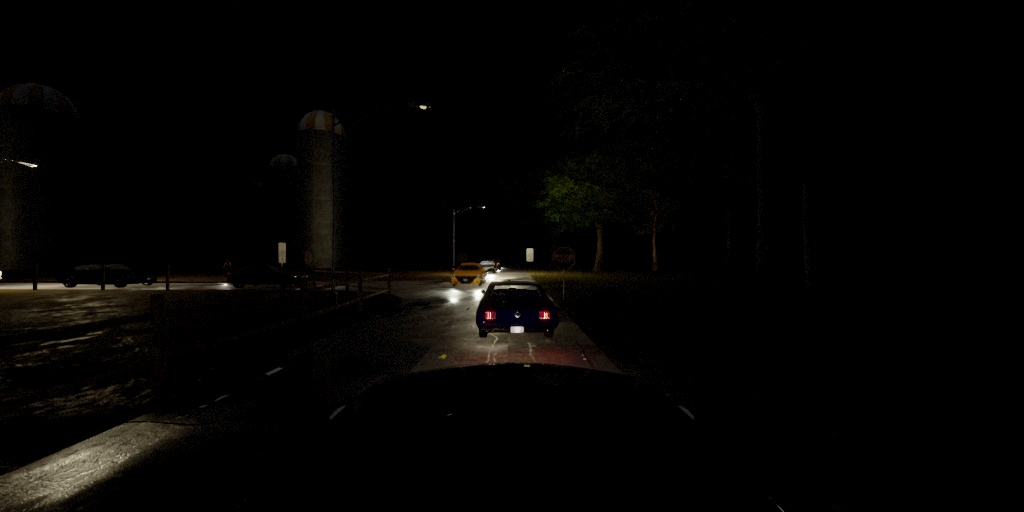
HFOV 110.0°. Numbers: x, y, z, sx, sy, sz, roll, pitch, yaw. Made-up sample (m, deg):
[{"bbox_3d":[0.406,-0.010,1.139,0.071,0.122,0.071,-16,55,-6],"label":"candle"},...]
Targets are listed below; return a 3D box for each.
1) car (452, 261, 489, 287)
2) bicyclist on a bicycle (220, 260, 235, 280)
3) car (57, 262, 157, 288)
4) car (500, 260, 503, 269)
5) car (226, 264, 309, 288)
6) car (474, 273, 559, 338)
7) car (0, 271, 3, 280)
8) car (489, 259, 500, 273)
[{"bbox_3d":[-2.842,1.221,24.417,1.882,1.535,5.008,0,0,0],"label":"car"},{"bbox_3d":[-22.734,1.135,28.724,0.582,1.620,1.656,0,0,0],"label":"bicyclist on a bicycle"},{"bbox_3d":[-25.541,1.167,22.726,5.008,1.535,1.882,0,0,0],"label":"car"},{"bbox_3d":[-2.820,1.205,55.715,2.097,1.767,4.553,0,0,0],"label":"car"},{"bbox_3d":[-15.495,1.240,22.844,4.674,1.442,1.812,0,0,-2],"label":"car"},{"bbox_3d":[0.060,1.350,10.201,1.895,1.301,4.718,0,0,-2],"label":"car"},{"bbox_3d":[-36.095,0.889,22.654,5.566,2.045,2.150,0,0,0],"label":"car"},{"bbox_3d":[-2.836,1.276,41.789,2.128,1.511,4.902,0,0,0],"label":"car"}]
